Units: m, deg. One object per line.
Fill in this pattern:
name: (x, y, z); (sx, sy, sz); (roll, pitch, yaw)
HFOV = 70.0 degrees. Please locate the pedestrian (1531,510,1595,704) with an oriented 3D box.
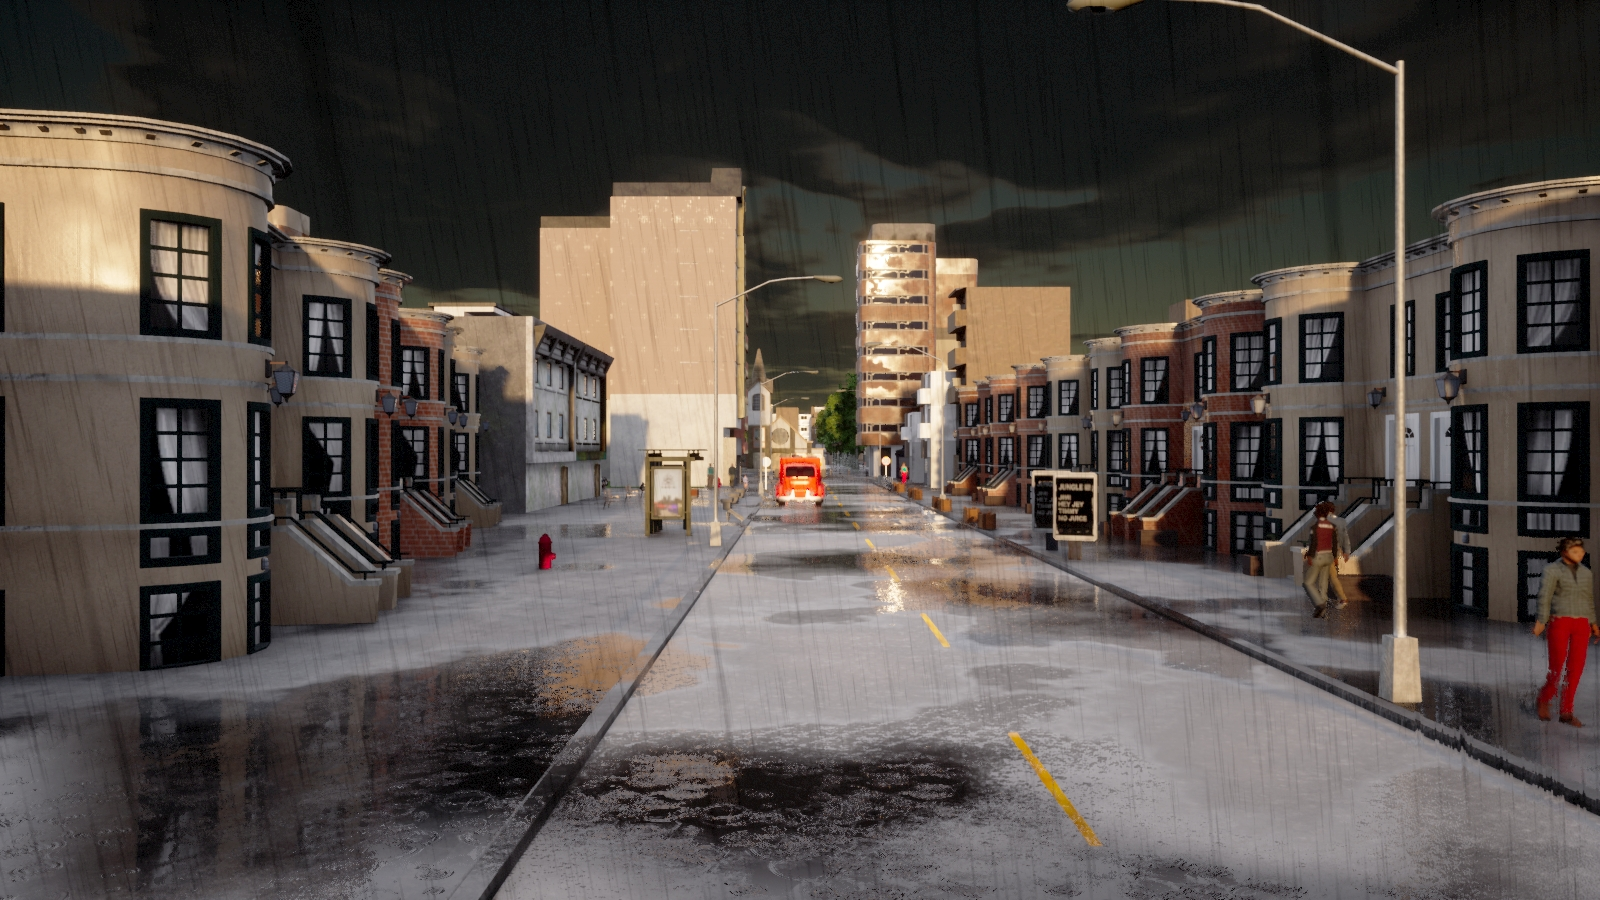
pedestrian: (7.516, 1.530, 11.258); (0.375, 1.860, 0.375); (0, 0, 0)

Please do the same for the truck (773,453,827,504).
truck: (0.003, 1.372, 57.786); (2.627, 2.467, 5.204); (0, 0, 0)

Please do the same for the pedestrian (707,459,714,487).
pedestrian: (-6.065, 1.558, 77.273); (0.375, 1.860, 0.375); (0, 0, 6)

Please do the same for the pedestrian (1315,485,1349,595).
pedestrian: (9.126, 1.533, 19.606); (0.375, 1.860, 0.375); (0, 0, -10)

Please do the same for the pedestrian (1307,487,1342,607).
pedestrian: (8.333, 1.532, 18.164); (0.375, 1.860, 0.375); (0, 0, -5)

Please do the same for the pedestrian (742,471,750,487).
pedestrian: (-3.643, 1.935, 76.879); (0.500, 1.100, 0.500); (0, 0, -8)
